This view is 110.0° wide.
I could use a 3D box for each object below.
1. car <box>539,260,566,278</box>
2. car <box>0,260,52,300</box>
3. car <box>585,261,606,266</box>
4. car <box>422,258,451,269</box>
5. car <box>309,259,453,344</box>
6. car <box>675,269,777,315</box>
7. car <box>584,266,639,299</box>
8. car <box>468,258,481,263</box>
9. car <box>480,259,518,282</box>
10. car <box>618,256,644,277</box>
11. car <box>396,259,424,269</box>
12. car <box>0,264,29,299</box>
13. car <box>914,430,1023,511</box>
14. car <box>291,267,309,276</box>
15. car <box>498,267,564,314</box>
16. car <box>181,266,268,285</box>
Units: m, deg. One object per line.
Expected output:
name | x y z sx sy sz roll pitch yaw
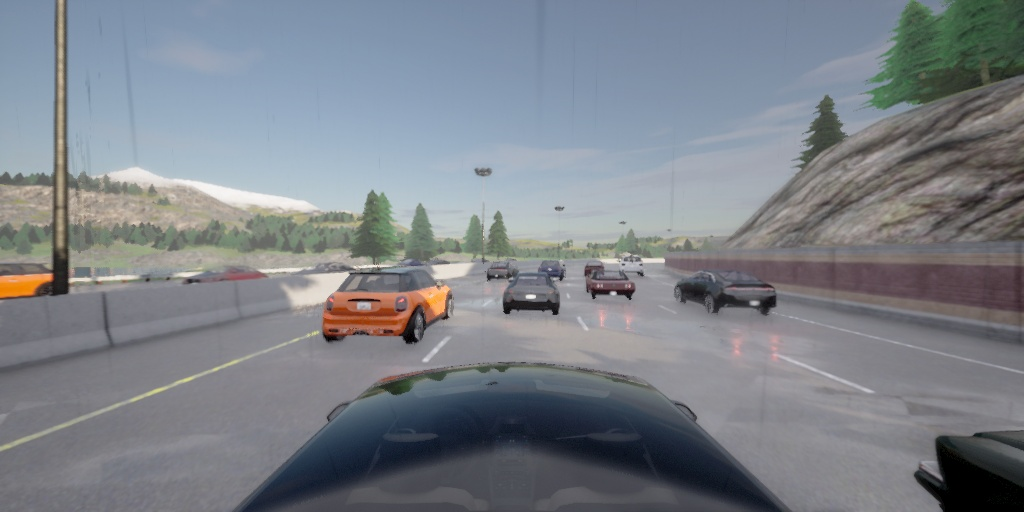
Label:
car | 3.474 1.083 30.790 2.097 1.767 4.553 0 0 12
car | -20.470 1.027 13.564 2.097 1.767 4.553 0 0 5
car | 8.237 1.218 35.606 1.882 1.535 5.008 0 0 15
car | -11.516 1.151 54.979 2.128 1.511 4.902 0 0 20
car | -3.026 1.084 9.751 2.097 1.767 4.553 0 0 3
car | 7.798 1.253 13.599 2.128 1.511 4.902 0 0 5
car | 4.744 1.349 17.959 1.895 1.301 4.718 0 0 7
car | -5.672 1.149 60.390 1.882 1.535 5.008 0 0 23
car | -0.648 1.212 28.142 2.128 1.511 4.902 0 0 11
car | 12.036 0.973 36.329 2.150 2.045 5.566 0 0 16
car | -15.436 1.174 54.421 1.812 1.442 4.674 0 0 19
car | -23.911 1.155 14.443 2.128 1.511 4.902 0 0 5
car | 3.651 1.364 0.214 1.895 1.301 4.718 0 0 0
car | -12.286 1.181 23.564 2.128 1.511 4.902 0 0 9
car | 0.797 1.304 13.730 1.994 1.385 4.181 0 0 5
car | -16.237 1.245 20.529 1.994 1.385 4.181 0 0 7
